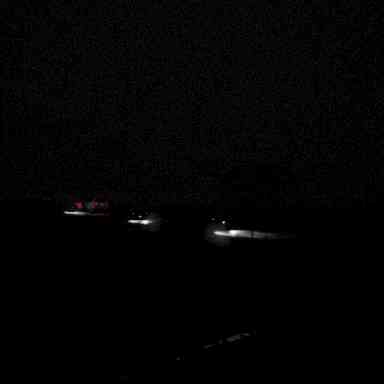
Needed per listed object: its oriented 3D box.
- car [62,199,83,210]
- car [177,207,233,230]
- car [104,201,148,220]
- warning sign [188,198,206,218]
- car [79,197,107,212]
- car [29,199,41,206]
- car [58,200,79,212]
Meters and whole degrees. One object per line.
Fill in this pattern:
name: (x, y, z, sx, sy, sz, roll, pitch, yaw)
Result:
car: (-19.934, 2.041, 55.328, 2.097, 1.767, 4.553, 2, -2, -36)
car: (0.790, 1.726, 22.247, 1.994, 1.385, 4.181, 2, -2, -36)
car: (-6.180, 1.846, 31.750, 2.033, 1.411, 5.357, 2, -2, -36)
warning sign: (0.486, 1.484, 31.660, 1.300, 1.860, 1.060, 2, -1, -36)
car: (-13.623, 1.780, 46.793, 2.150, 2.045, 5.566, 2, -2, -35)
car: (-39.754, 2.514, 83.973, 2.097, 1.767, 4.553, 2, -2, -36)
car: (-17.811, 2.029, 47.738, 2.128, 1.511, 4.902, 2, -2, -36)
